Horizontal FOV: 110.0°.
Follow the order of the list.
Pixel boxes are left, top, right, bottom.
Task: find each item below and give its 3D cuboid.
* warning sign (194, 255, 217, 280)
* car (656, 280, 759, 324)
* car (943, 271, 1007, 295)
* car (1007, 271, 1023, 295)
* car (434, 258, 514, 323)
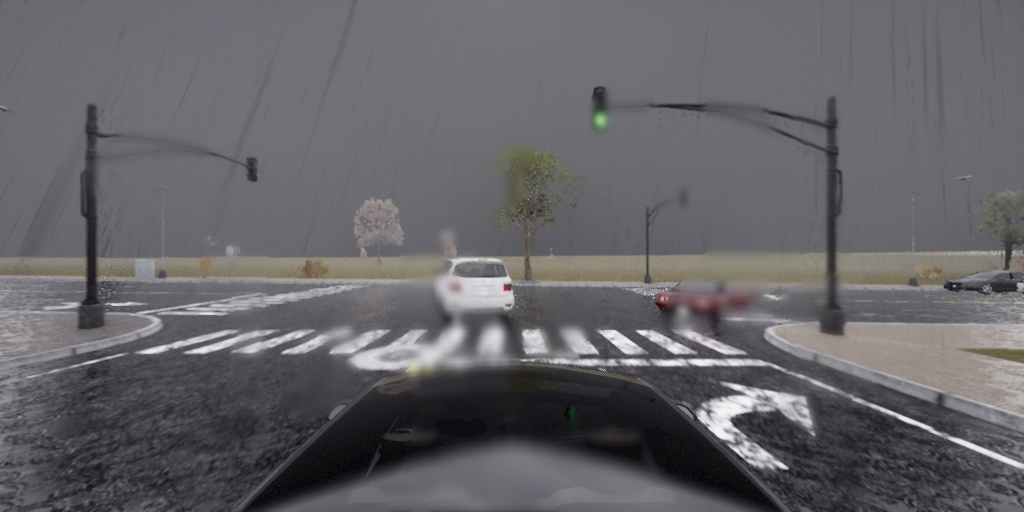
[{"bbox_3d":[-23.465,0.862,27.469,1.060,1.860,1.300,0,0,1],"label":"warning sign"},{"bbox_3d":[7.179,1.543,12.958,4.718,1.301,1.895,2,0,-41],"label":"car"},{"bbox_3d":[31.266,1.729,23.321,4.892,1.490,1.837,0,0,2],"label":"car"},{"bbox_3d":[32.198,1.450,20.048,5.566,2.045,2.150,0,0,2],"label":"car"},{"bbox_3d":[-1.559,1.090,13.017,2.150,2.045,5.566,1,0,-16],"label":"car"}]
